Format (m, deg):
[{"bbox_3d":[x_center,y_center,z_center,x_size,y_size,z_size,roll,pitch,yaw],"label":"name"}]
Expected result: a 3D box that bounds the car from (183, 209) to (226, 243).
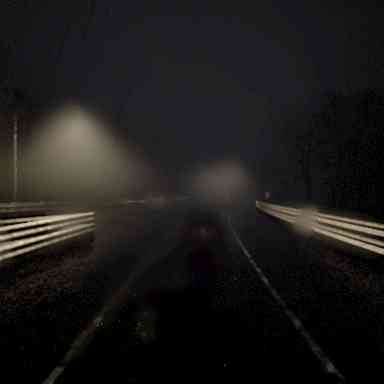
[{"bbox_3d":[0.671,1.581,16.638,1.882,1.535,5.008,0,0,4],"label":"car"}]
